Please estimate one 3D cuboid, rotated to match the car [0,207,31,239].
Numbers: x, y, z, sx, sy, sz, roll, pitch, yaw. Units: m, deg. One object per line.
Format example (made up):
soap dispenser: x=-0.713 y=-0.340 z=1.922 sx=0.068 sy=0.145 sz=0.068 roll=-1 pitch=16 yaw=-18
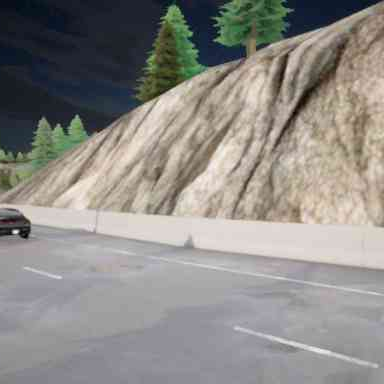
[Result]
car: x=-9.681 y=1.522 z=16.381 sx=4.892 sy=1.490 sz=1.837 roll=0 pitch=0 yaw=41
